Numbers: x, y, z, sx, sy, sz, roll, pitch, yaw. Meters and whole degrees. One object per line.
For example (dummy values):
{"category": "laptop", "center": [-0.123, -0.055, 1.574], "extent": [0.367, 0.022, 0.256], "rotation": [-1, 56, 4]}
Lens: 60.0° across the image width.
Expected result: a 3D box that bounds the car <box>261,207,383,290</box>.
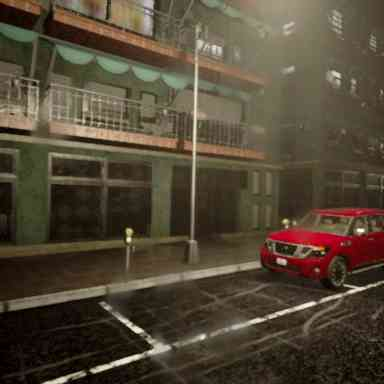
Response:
{"category": "car", "center": [4.242, 1.408, 9.564], "extent": [5.009, 1.841, 2.192], "rotation": [1, 1, -35]}
